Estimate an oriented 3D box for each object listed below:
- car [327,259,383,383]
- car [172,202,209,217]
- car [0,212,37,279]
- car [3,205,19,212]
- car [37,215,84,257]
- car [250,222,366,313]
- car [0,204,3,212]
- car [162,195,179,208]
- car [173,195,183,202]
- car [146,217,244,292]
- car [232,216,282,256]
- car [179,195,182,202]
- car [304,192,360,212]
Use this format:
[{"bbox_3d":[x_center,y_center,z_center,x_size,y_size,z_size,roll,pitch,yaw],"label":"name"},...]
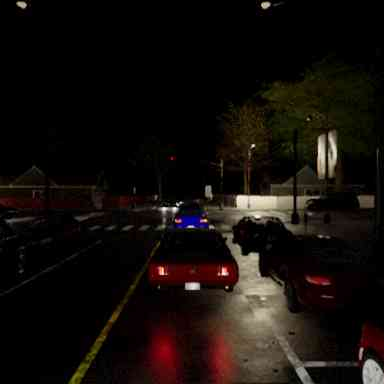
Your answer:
[{"bbox_3d":[2.636,1.543,1.815,1.887,1.381,4.507,0,0,0],"label":"car"},{"bbox_3d":[-0.058,1.510,17.915,1.812,1.442,4.674,0,0,0],"label":"car"},{"bbox_3d":[-5.409,1.434,7.303,1.967,1.590,4.097,0,0,0],"label":"car"},{"bbox_3d":[-17.727,1.578,29.068,4.892,1.490,1.837,0,0,0],"label":"car"},{"bbox_3d":[-5.428,1.571,12.822,1.802,1.307,4.206,0,0,0],"label":"car"},{"bbox_3d":[2.616,1.575,7.333,1.802,1.307,4.206,0,0,0],"label":"car"},{"bbox_3d":[-17.825,1.582,25.824,4.892,1.490,1.837,0,0,1],"label":"car"},{"bbox_3d":[-3.272,1.484,48.900,1.837,1.490,4.892,0,0,0],"label":"car"},{"bbox_3d":[-3.376,1.510,80.366,2.128,1.511,4.902,0,0,0],"label":"car"},{"bbox_3d":[0.026,1.593,8.858,1.895,1.301,4.718,0,0,0],"label":"car"},{"bbox_3d":[2.597,1.555,12.852,1.947,1.339,4.313,0,0,0],"label":"car"},{"bbox_3d":[-3.315,1.532,65.732,2.033,1.411,5.357,0,0,0],"label":"car"},{"bbox_3d":[15.068,1.088,35.867,5.566,2.045,2.150,-1,0,0],"label":"car"}]
